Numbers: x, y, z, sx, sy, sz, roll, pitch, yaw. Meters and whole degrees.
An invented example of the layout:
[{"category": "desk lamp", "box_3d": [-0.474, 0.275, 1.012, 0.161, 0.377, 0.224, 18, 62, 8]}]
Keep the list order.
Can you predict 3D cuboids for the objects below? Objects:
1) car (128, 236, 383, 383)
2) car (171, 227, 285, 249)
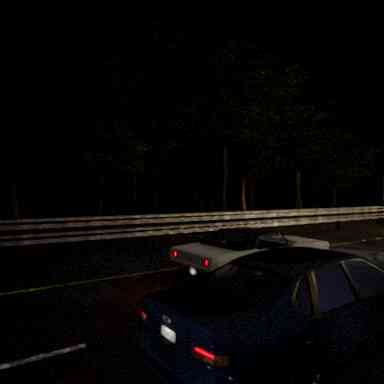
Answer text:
[{"category": "car", "box_3d": [1.788, 1.580, 5.013, 5.357, 1.411, 2.033, 1, 0, -35]}, {"category": "car", "box_3d": [1.829, 1.653, 9.336, 4.718, 1.301, 1.895, 1, 0, -35]}]
